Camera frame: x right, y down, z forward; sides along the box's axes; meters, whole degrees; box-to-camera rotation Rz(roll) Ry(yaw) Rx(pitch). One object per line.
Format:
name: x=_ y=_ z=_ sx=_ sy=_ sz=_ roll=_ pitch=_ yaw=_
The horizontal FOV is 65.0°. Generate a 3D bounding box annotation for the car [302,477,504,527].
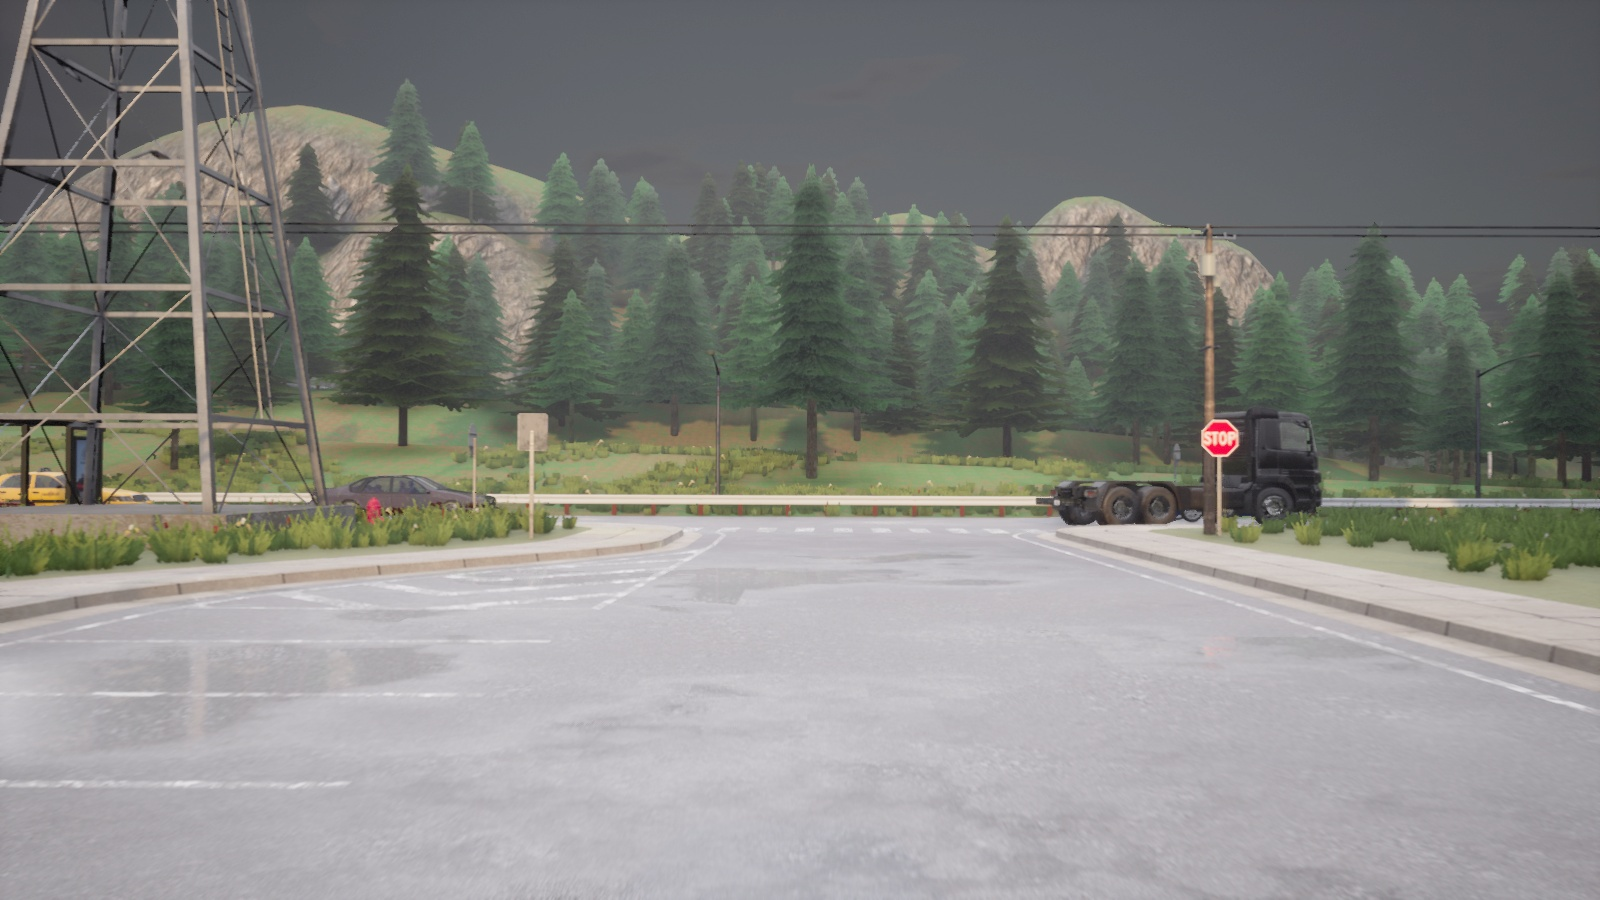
car: x=-11.737 y=1.534 z=37.345 sx=5.357 sy=1.411 sz=2.033 roll=0 pitch=-1 yaw=1

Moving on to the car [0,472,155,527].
car: x=-22.404 y=1.471 z=37.510 sx=5.366 sy=1.575 sz=1.801 roll=0 pitch=-1 yaw=1

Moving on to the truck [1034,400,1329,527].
truck: x=11.146 y=0.404 z=36.779 sx=7.936 sy=3.462 sz=2.891 roll=0 pitch=-1 yaw=-16

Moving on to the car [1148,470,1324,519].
car: x=13.980 y=1.414 z=40.455 sx=5.008 sy=1.535 sz=1.882 roll=0 pitch=-1 yaw=1
